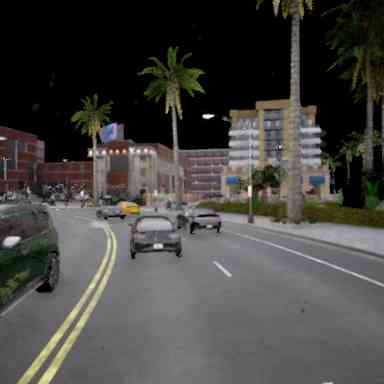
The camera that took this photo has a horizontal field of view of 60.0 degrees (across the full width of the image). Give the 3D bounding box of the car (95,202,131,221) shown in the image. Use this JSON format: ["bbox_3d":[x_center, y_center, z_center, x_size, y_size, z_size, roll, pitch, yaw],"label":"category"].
[{"bbox_3d":[-7.683,1.838,31.070,2.033,1.411,5.357,0,-1,-28],"label":"car"}]

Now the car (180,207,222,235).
[{"bbox_3d":[0.300,1.659,20.291,2.128,1.511,4.902,0,0,-15],"label":"car"}]

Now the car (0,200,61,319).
[{"bbox_3d":[-4.115,1.291,6.123,2.150,2.045,5.566,0,-1,-6],"label":"car"}]

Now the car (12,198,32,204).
[{"bbox_3d":[-43.108,2.291,84.460,4.193,1.474,1.816,0,0,11],"label":"car"}]

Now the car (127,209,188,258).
[{"bbox_3d":[-1.551,1.643,13.229,1.812,1.442,4.674,0,-1,-11],"label":"car"}]

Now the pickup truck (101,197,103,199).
[{"bbox_3d":[-17.527,1.755,71.160,2.390,2.098,6.274,0,0,11],"label":"pickup truck"}]

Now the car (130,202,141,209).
[{"bbox_3d":[-7.463,1.818,37.189,1.882,1.535,5.008,0,-1,-34],"label":"car"}]
